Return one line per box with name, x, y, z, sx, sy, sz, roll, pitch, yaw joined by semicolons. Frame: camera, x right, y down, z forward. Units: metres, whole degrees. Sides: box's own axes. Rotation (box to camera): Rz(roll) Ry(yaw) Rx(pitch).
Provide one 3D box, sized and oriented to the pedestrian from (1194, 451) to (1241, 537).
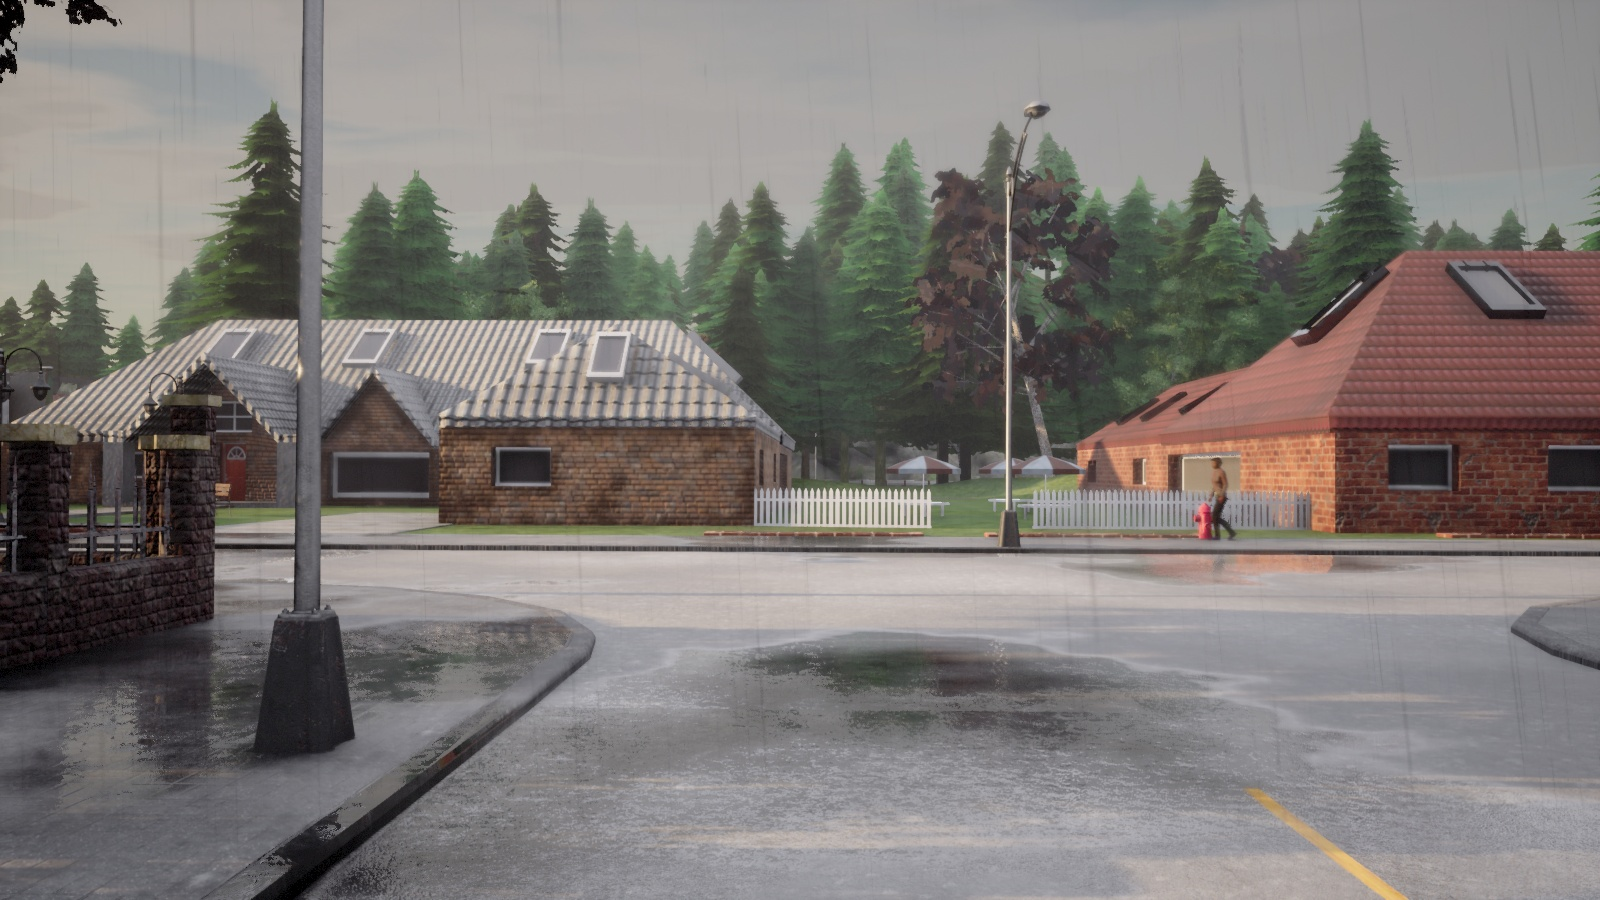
pedestrian;8.909;0.937;26.788;0.869;1.805;0.328;0;-1;0
